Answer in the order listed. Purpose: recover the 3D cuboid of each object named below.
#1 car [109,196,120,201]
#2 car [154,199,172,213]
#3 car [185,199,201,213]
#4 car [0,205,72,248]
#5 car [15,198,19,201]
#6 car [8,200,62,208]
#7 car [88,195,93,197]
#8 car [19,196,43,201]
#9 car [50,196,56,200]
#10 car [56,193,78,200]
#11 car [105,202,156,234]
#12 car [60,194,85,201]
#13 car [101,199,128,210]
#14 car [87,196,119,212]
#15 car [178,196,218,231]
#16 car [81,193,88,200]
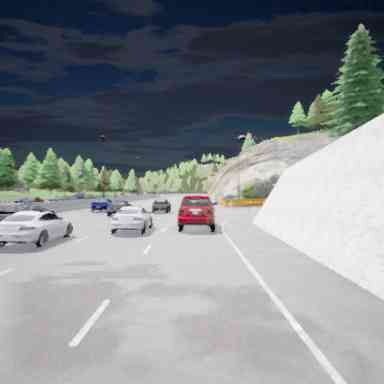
[{"bbox_3d":[-21.008,1.646,90.475,1.895,1.301,4.718,0,0,0],"label":"car"},{"bbox_3d":[-3.402,1.513,37.689,2.128,1.511,4.902,0,0,0],"label":"car"},{"bbox_3d":[0.097,1.548,38.805,1.812,1.442,4.674,0,0,0],"label":"car"},{"bbox_3d":[-6.901,1.534,14.734,1.812,1.442,4.674,0,0,0],"label":"car"},{"bbox_3d":[-31.505,1.560,62.760,1.812,1.442,4.674,0,0,0],"label":"car"},{"bbox_3d":[-10.402,1.503,21.204,2.128,1.511,4.902,0,0,0],"label":"car"},{"bbox_3d":[-21.006,1.567,74.689,2.128,1.511,4.902,0,0,0],"label":"car"},{"bbox_3d":[-28.025,1.558,58.816,1.812,1.442,4.674,0,0,1],"label":"car"},{"bbox_3d":[-31.506,1.639,77.853,1.895,1.301,4.718,0,0,0],"label":"car"},{"bbox_3d":[-28.006,1.542,74.643,1.837,1.490,4.892,0,0,0],"label":"car"},{"bbox_3d":[-3.402,1.537,19.225,1.812,1.442,4.674,0,0,0],"label":"car"},{"bbox_3d":[-21.041,1.537,58.862,1.837,1.490,4.892,0,0,1],"label":"car"},{"bbox_3d":[-6.903,1.566,32.342,2.033,1.411,5.357,0,0,0],"label":"car"},{"bbox_3d":[-10.403,1.500,39.297,1.882,1.535,5.008,0,0,0],"label":"car"},{"bbox_3d":[0.408,1.233,20.802,2.150,2.045,5.566,0,0,4],"label":"car"},{"bbox_3d":[-28.008,1.551,90.459,1.837,1.490,4.892,0,0,0],"label":"car"}]
